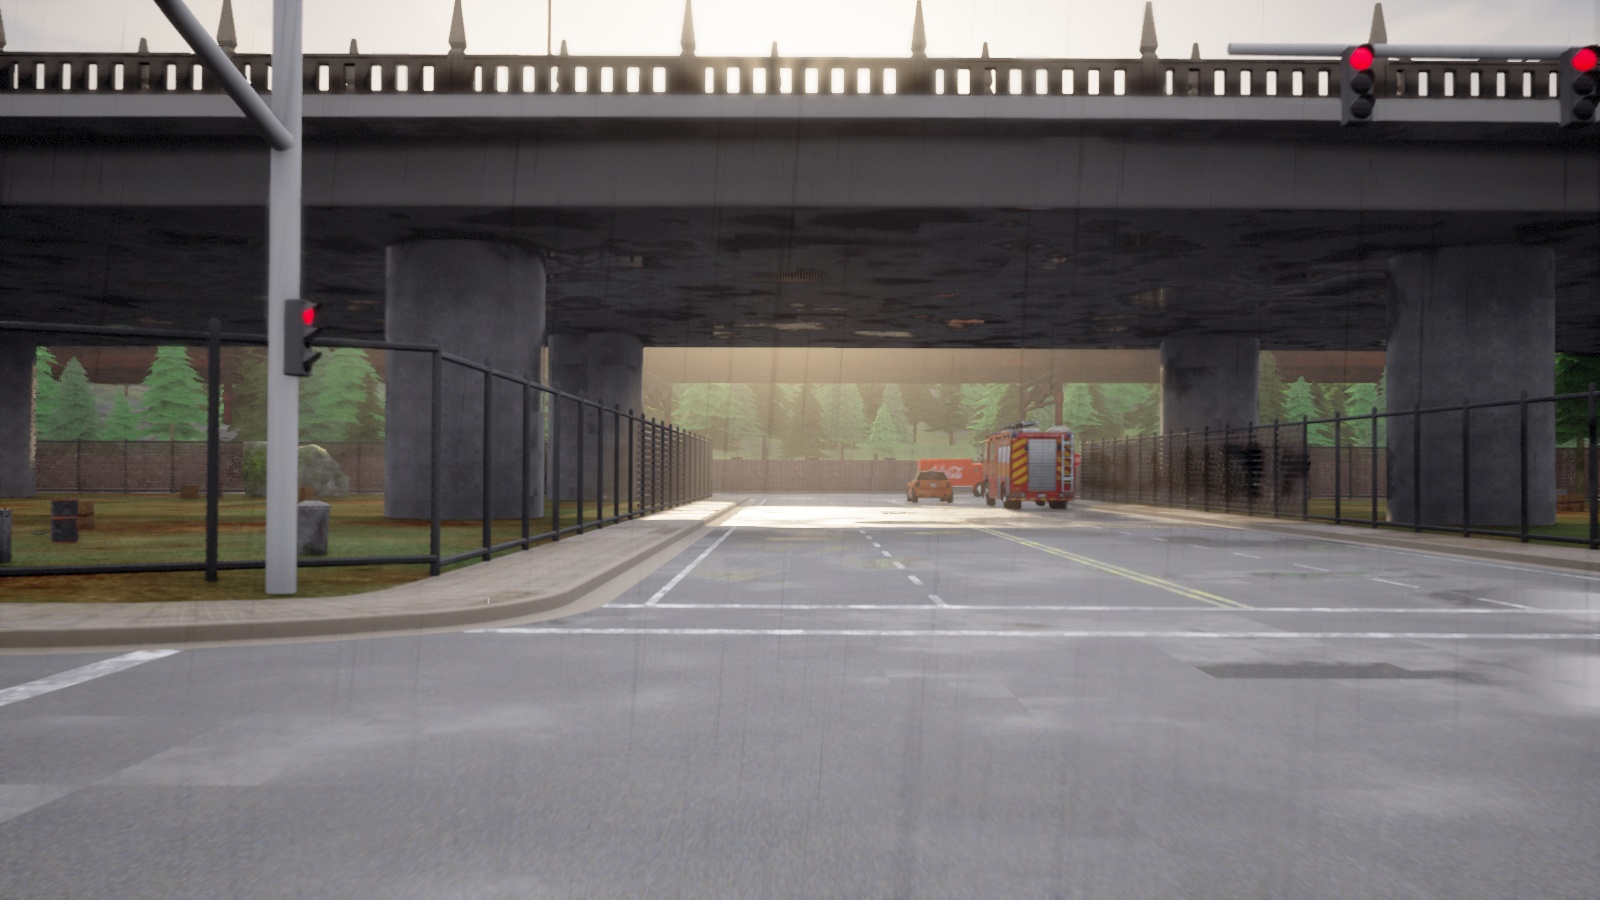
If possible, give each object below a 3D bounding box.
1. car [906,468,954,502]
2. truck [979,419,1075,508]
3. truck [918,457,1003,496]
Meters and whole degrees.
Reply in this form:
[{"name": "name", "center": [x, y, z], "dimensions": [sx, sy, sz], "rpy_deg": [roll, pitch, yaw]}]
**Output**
[{"name": "car", "center": [6.845, 1.828, 66.569], "dimensions": [2.097, 1.767, 4.553], "rpy_deg": [0, -1, 0]}, {"name": "truck", "center": [10.361, 0.649, 58.249], "dimensions": [2.891, 3.827, 8.468], "rpy_deg": [0, -1, 0]}, {"name": "truck", "center": [10.391, 1.735, 81.782], "dimensions": [5.204, 2.467, 2.627], "rpy_deg": [0, -1, 1]}]
